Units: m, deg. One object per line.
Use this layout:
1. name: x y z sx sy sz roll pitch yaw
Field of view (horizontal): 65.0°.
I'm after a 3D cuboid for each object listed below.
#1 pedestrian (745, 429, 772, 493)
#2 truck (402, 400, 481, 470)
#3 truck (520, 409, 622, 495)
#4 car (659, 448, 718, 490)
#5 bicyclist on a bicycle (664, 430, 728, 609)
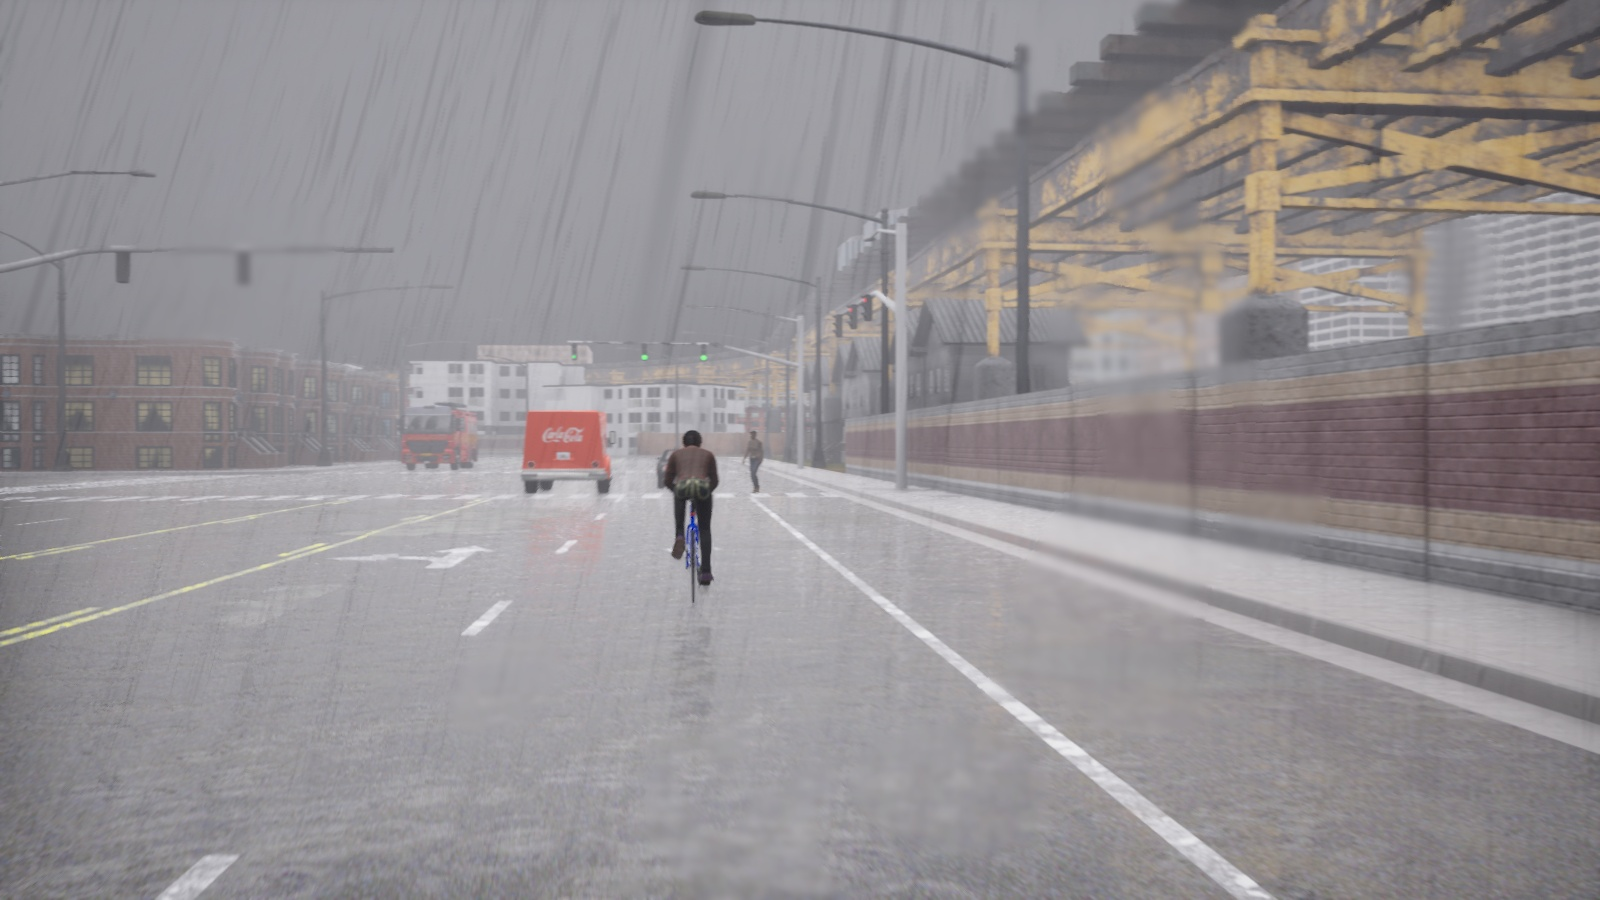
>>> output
1. pedestrian: -1.186 0.321 35.895 0.328 1.805 0.869 0 0 34
2. truck: -20.581 -0.841 72.596 2.891 3.827 8.468 0 0 -5
3. truck: -6.938 0.034 38.625 2.627 2.467 5.204 0 0 -5
4. car: -3.769 0.599 42.405 1.895 1.301 4.718 0 0 -5
5. bicyclist on a bicycle: -1.019 0.628 12.243 0.582 1.620 1.656 0 0 -5
